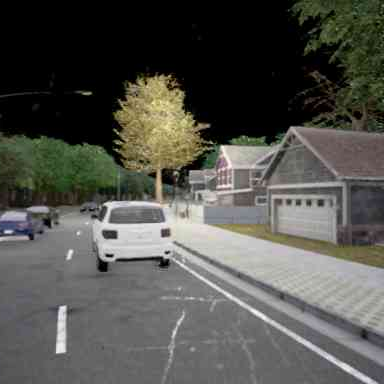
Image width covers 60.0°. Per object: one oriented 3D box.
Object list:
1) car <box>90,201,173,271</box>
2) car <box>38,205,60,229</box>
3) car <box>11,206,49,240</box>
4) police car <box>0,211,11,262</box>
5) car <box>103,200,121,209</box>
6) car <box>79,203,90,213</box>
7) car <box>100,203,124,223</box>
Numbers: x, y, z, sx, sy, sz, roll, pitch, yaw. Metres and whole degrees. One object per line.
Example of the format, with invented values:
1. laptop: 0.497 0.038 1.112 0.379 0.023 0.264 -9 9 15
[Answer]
1. car: -2.265 1.336 11.634 2.150 2.045 5.566 0 -1 -18
2. car: -10.440 1.668 23.144 1.882 1.535 5.008 0 -1 -13
3. car: -8.950 1.662 17.360 1.812 1.442 4.674 1 -1 -16
4. police car: -6.010 1.477 7.967 1.930 1.638 5.238 1 -1 -19
5. car: -13.745 2.162 57.476 1.994 1.385 4.181 0 -1 0
6. car: -12.706 1.981 41.970 1.895 1.301 4.718 0 -1 -5
7. car: -6.954 1.755 29.422 1.882 1.535 5.008 0 -1 -12
